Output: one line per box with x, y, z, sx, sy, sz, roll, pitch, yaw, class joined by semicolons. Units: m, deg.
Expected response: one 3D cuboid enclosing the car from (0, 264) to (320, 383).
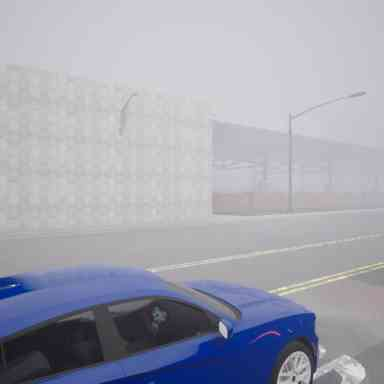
-0.805;1.478;3.174;5.008;1.535;1.882;0;0;-36;car
